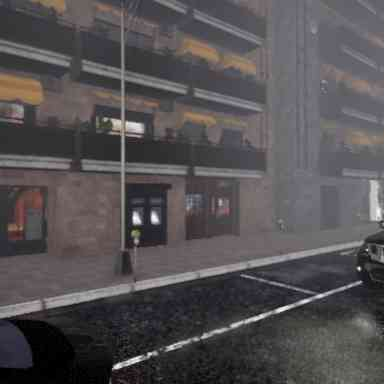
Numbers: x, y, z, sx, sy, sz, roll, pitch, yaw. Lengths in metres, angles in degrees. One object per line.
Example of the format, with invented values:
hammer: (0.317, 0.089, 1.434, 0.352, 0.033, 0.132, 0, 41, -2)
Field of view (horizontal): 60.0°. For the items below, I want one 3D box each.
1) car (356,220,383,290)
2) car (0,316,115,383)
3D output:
car: (6.348, 1.295, 8.399, 5.566, 2.045, 2.150, 0, -1, -38)
car: (-2.658, 1.524, 1.317, 4.902, 1.511, 2.128, 0, -1, -38)
